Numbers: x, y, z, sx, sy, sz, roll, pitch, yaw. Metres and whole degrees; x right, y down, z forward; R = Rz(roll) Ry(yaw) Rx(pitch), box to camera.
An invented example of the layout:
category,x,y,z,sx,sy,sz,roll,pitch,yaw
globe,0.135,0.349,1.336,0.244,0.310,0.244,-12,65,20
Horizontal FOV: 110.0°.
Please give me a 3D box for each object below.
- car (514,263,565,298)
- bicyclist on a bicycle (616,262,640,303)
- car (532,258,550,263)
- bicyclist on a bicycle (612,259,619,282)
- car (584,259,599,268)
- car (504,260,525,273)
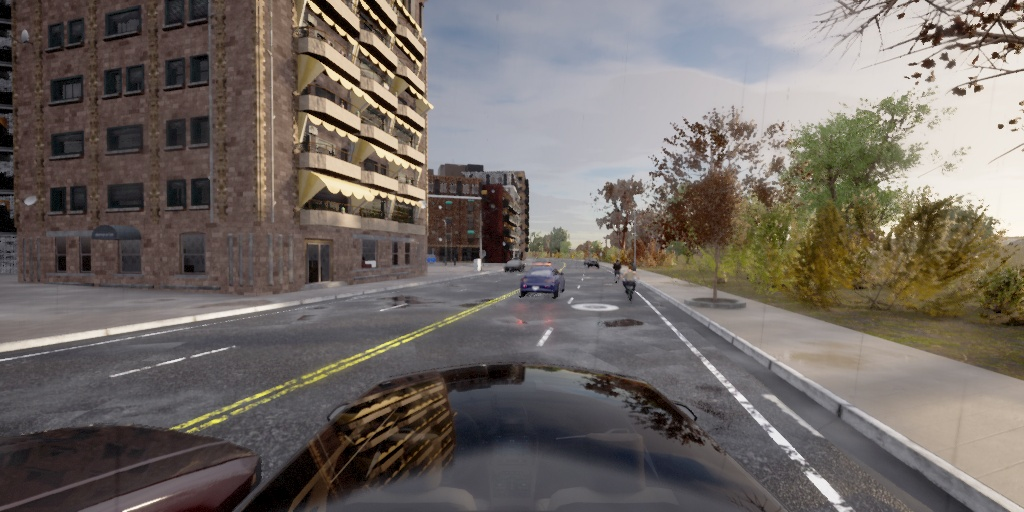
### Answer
category,x,y,z,sx,sy,sz,roll,pitch,yaw
car,1.624,1.272,18.453,1.812,1.442,4.674,0,0,14
bicyclist on a bicycle,5.094,1.182,15.515,0.866,1.612,1.509,0,0,13
car,3.494,1.091,42.642,2.097,1.767,4.553,0,0,12
bicyclist on a bicycle,7.344,1.113,25.087,0.659,1.776,1.843,0,0,13
car,13.820,1.226,61.246,1.837,1.490,4.892,0,0,10
car,0.343,1.219,43.417,1.882,1.535,5.008,0,0,12
